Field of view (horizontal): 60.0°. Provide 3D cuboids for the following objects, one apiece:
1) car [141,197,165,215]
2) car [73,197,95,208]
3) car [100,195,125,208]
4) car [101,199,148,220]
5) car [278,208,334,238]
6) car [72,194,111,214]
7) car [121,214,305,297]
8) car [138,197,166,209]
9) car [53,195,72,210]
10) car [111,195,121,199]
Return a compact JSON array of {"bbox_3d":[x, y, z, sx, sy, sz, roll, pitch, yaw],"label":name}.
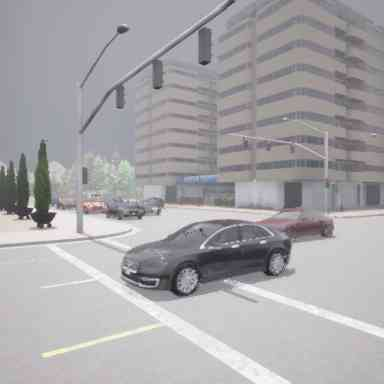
[{"bbox_3d":[-4.830,1.492,32.982,2.128,1.511,4.902,0,0,-35],"label":"car"},{"bbox_3d":[-15.962,1.505,49.033,1.837,1.490,4.892,0,0,-34],"label":"car"},{"bbox_3d":[-11.991,1.353,49.771,2.097,1.767,4.553,0,0,-35],"label":"car"},{"bbox_3d":[-5.806,1.564,28.258,1.994,1.385,4.181,0,0,-35],"label":"car"},{"bbox_3d":[5.066,1.526,16.171,4.674,1.442,1.812,0,0,-35],"label":"car"},{"bbox_3d":[-10.763,1.352,35.391,2.097,1.767,4.553,0,0,-35],"label":"car"},{"bbox_3d":[0.579,1.505,8.691,4.892,1.490,1.837,0,0,-35],"label":"car"},{"bbox_3d":[-5.633,1.504,46.757,1.837,1.490,4.892,0,0,-35],"label":"car"},{"bbox_3d":[-16.403,1.526,43.524,1.812,1.442,4.674,0,0,-35],"label":"car"},{"bbox_3d":[-10.075,1.505,40.538,1.837,1.490,4.892,0,0,-35],"label":"car"}]
